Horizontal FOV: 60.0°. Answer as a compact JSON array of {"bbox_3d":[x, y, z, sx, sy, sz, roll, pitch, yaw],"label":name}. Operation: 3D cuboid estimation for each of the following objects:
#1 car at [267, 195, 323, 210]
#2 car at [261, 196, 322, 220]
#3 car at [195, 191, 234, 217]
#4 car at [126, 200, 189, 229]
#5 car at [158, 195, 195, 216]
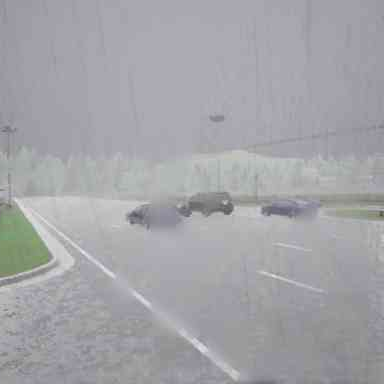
[{"bbox_3d":[10.690,1.080,34.607,5.357,1.411,2.033,-1,0,20],"label":"car"},{"bbox_3d":[7.174,1.197,24.795,1.812,1.442,4.674,-1,1,-29],"label":"car"},{"bbox_3d":[1.285,0.977,28.275,2.150,2.045,5.566,-1,1,-29],"label":"car"},{"bbox_3d":[-2.504,1.430,20.631,2.033,1.411,5.357,-1,1,-29],"label":"car"},{"bbox_3d":[-2.028,1.176,27.043,2.097,1.767,4.553,-1,0,-29],"label":"car"}]
